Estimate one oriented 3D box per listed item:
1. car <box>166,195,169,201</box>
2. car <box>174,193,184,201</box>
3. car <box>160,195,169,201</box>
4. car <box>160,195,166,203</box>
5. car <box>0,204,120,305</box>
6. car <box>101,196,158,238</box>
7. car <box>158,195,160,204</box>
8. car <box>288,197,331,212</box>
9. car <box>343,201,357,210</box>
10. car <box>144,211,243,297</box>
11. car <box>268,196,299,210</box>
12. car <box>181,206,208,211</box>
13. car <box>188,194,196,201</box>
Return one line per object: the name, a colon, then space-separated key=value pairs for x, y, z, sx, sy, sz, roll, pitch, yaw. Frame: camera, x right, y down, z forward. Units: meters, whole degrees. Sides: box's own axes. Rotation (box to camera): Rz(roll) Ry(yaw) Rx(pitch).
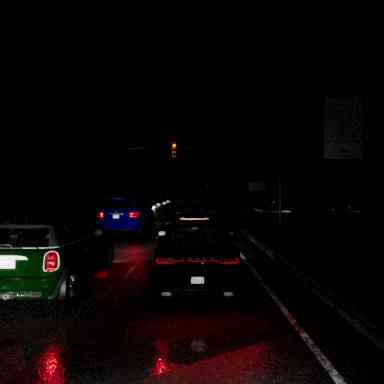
car: x=-6.923 y=1.478 z=75.347 sx=1.882 sy=1.535 sz=5.008 roll=0 pitch=0 yaw=0
car: x=-3.412 y=1.218 z=85.608 sx=2.150 sy=2.045 sz=5.566 roll=0 pitch=0 yaw=0
car: x=-6.913 y=1.459 z=85.372 sx=1.882 sy=1.535 sz=5.008 roll=0 pitch=0 yaw=0
car: x=-6.964 y=1.547 z=65.538 sx=2.033 sy=1.411 sz=5.357 roll=0 pitch=0 yaw=1
car: x=-3.392 y=1.352 z=8.234 sx=2.097 sy=1.767 sz=4.553 roll=0 pitch=0 yaw=0
car: x=-3.402 y=1.221 z=17.852 sx=2.150 sy=2.045 sz=5.566 roll=0 pitch=0 yaw=1
car: x=-7.029 y=1.505 z=55.758 sx=1.837 sy=1.490 sz=4.892 roll=0 pitch=0 yaw=0
car: x=13.746 y=1.564 z=38.328 sx=4.181 sy=1.385 sz=1.994 roll=0 pitch=0 yaw=3
car: x=20.570 y=1.562 z=41.446 sx=4.181 sy=1.385 sz=1.994 roll=0 pitch=0 yaw=3
car: x=0.109 y=1.478 z=8.609 sx=1.882 sy=1.535 sz=5.008 roll=0 pitch=0 yaw=0
car: x=11.989 y=1.352 z=41.936 sx=4.553 sy=1.767 sz=2.097 roll=0 pitch=0 yaw=3
car: x=0.119 y=1.491 z=18.108 sx=2.128 sy=1.511 sz=4.902 roll=0 pitch=0 yaw=0
car: x=0.088 y=1.348 z=85.927 sx=2.097 sy=1.767 sz=4.553 roll=0 pitch=0 yaw=0
